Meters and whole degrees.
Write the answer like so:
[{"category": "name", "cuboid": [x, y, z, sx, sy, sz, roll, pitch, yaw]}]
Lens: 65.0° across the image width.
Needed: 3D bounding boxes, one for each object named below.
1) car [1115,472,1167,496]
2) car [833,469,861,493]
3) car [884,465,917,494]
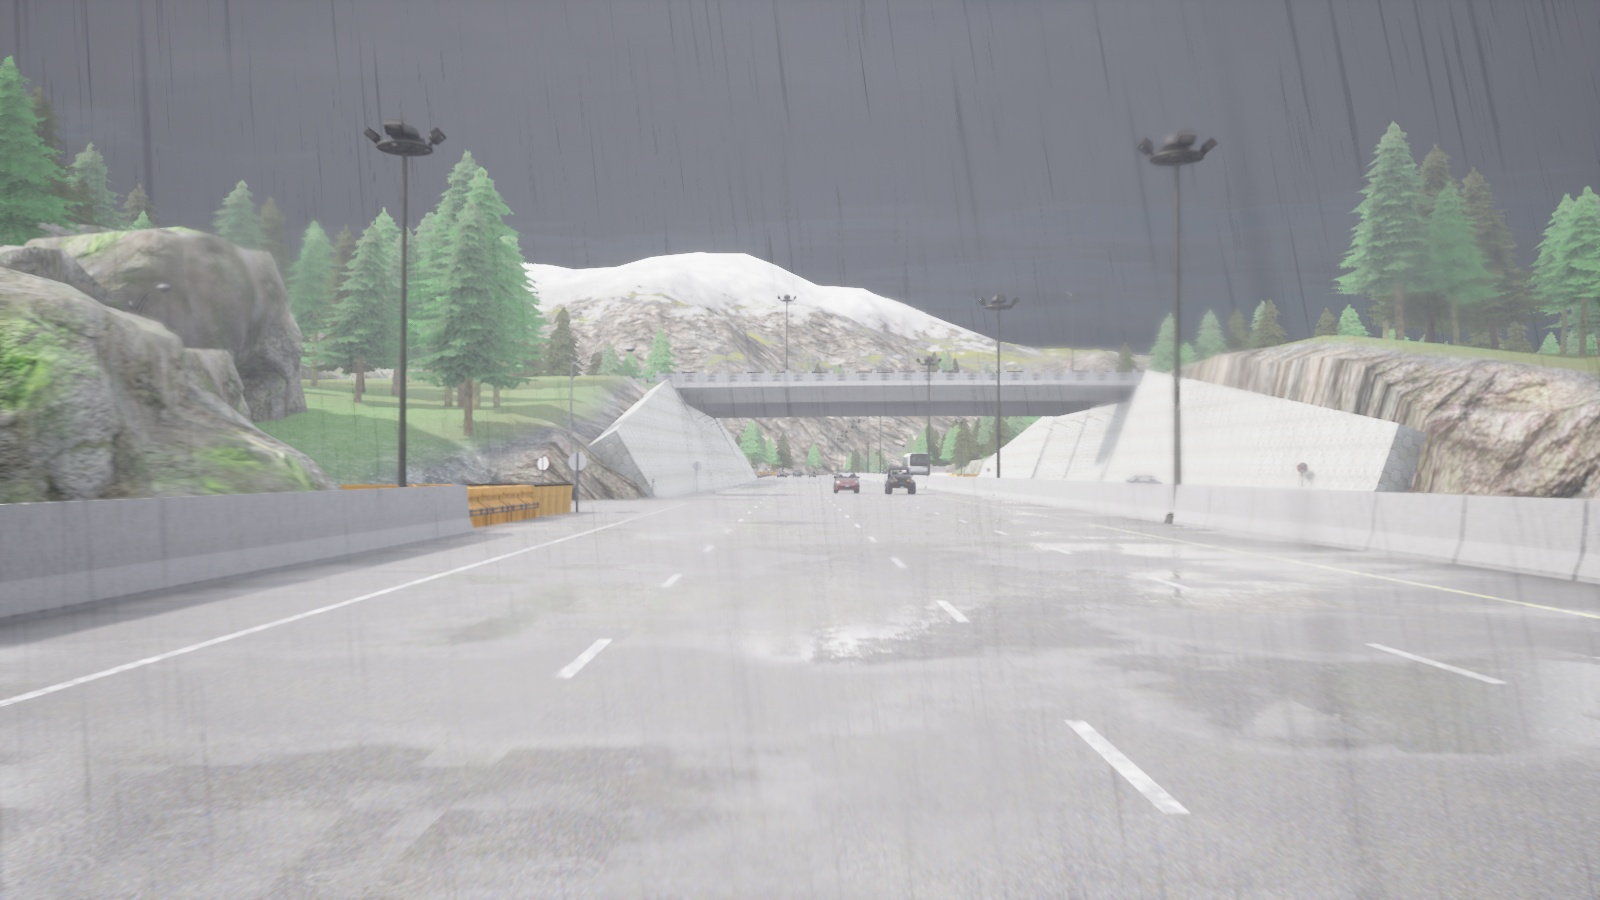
[{"category": "car", "cuboid": [20.814, 2.073, 76.838, 1.994, 1.385, 4.181, 0, -1, 0]}, {"category": "car", "cuboid": [3.285, 2.175, 88.749, 1.851, 1.617, 3.988, 0, -1, 0]}, {"category": "car", "cuboid": [6.793, 2.002, 85.329, 1.905, 1.878, 3.866, 0, -1, 0]}]
